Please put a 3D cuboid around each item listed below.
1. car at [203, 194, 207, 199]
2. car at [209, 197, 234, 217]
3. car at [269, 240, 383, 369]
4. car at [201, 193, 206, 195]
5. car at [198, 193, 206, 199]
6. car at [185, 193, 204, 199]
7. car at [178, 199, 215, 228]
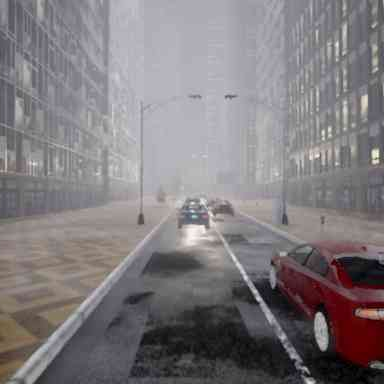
[{"bbox_3d":[2.576,1.257,39.161,1.802,1.307,4.206,1,0,0],"label":"car"},{"bbox_3d":[2.576,1.345,28.028,1.802,1.307,4.206,1,0,0],"label":"car"},{"bbox_3d":[2.578,1.493,5.759,1.887,1.381,4.507,1,0,0],"label":"car"},{"bbox_3d":[2.576,0.832,78.132,1.967,1.590,4.097,1,0,0],"label":"car"},{"bbox_3d":[2.574,0.936,83.700,1.802,1.307,4.206,1,0,0],"label":"car"},{"bbox_3d":[0.098,1.222,41.307,1.994,1.385,4.181,0,0,0],"label":"car"},{"bbox_3d":[0.098,1.372,20.468,2.033,1.411,5.357,0,0,0],"label":"car"}]
